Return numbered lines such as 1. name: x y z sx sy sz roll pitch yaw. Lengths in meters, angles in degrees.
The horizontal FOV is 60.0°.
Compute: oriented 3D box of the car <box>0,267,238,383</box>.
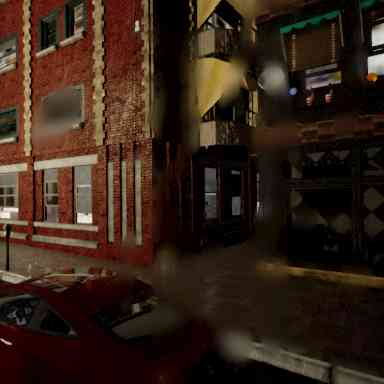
1. car: -1.501 1.583 3.923 4.206 1.307 1.802 0 -1 36
